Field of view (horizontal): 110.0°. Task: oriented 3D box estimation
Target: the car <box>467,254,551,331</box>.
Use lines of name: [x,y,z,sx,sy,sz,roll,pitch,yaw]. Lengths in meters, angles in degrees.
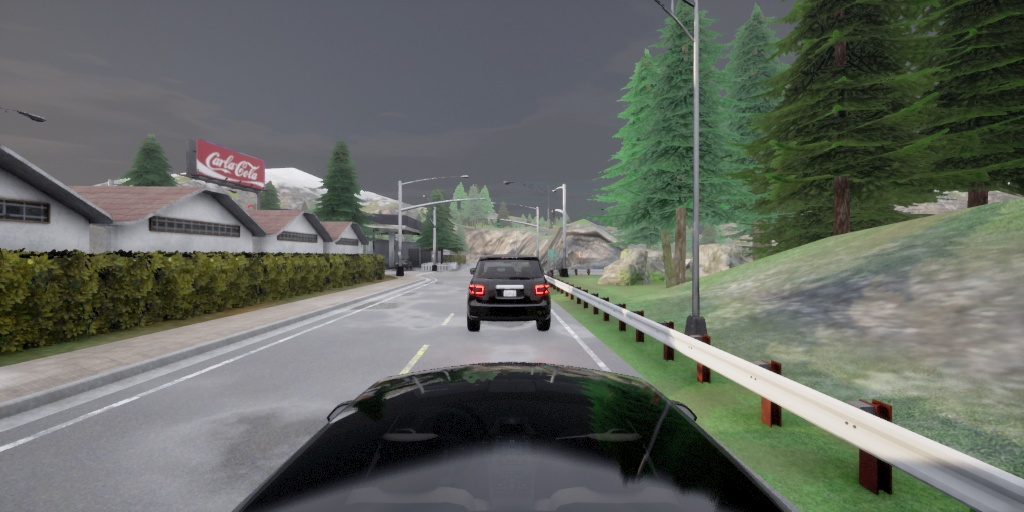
car: [-0.141,0.966,11.080,2.150,2.045,5.566,0,0,-2]
